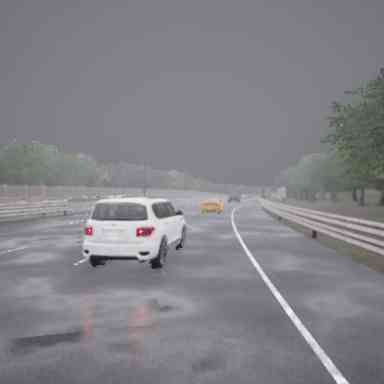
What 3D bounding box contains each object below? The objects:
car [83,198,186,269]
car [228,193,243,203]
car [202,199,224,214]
[{"bbox_3d":[-1.648,1.205,11.363,2.150,2.045,5.566,0,0,9],"label":"car"},{"bbox_3d":[8.799,1.136,68.810,2.150,2.045,5.566,0,0,12],"label":"car"},{"bbox_3d":[2.224,1.430,34.787,1.882,1.535,5.008,0,0,10],"label":"car"}]
